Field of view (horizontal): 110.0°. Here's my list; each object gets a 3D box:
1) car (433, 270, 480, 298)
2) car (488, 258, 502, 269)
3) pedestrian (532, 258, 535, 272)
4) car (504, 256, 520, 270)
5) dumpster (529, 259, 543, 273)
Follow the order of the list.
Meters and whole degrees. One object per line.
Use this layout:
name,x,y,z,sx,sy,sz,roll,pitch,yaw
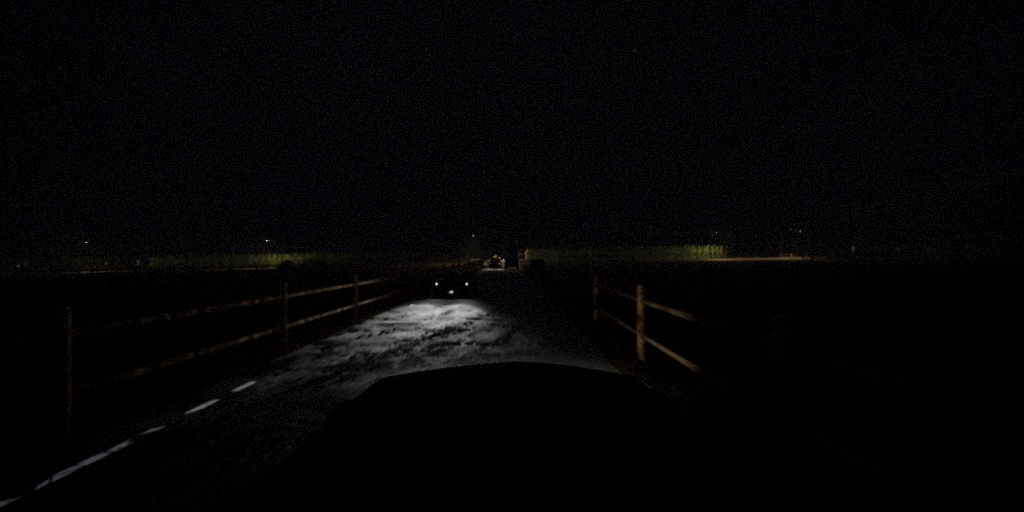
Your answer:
car,-2.853,1.407,19.117,1.895,1.301,4.718,0,0,0
car,-2.808,1.192,59.991,2.097,1.767,4.553,0,0,1
pedestrian,2.814,1.119,46.785,0.375,1.860,0.375,0,0,-15
car,-0.009,1.066,56.847,2.150,2.045,5.566,0,0,1
dumpster,3.114,1.243,45.784,1.020,1.700,1.940,0,0,0
